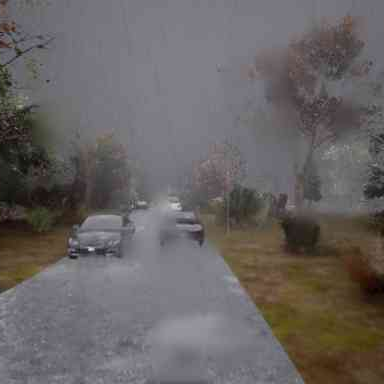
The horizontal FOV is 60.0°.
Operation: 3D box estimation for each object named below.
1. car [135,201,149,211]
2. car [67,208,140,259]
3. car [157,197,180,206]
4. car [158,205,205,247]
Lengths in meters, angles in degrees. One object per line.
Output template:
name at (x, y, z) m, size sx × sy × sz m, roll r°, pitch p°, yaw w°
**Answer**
car at (-8.010, 2.186, 53.369) m, size 1.882 × 1.535 × 5.008 m, roll 0°, pitch -1°, yaw -8°
car at (-3.286, 1.564, 12.859) m, size 1.837 × 1.490 × 4.892 m, roll 0°, pitch 0°, yaw -3°
car at (-2.381, 1.562, 34.633) m, size 2.150 × 2.045 × 5.566 m, roll 0°, pitch -1°, yaw -7°
car at (-0.501, 1.579, 15.590) m, size 2.128 × 1.511 × 4.902 m, roll 0°, pitch -1°, yaw -4°
